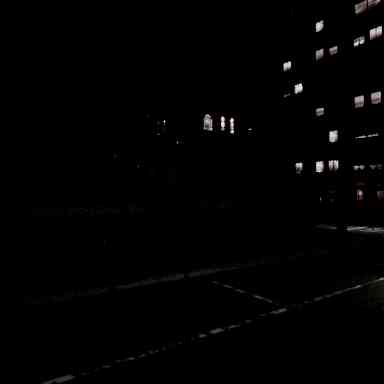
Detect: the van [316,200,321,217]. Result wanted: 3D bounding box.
[{"bbox_3d":[10.558,1.646,32.580,1.690,1.788,3.998,-1,0,-36],"label":"van"}]
